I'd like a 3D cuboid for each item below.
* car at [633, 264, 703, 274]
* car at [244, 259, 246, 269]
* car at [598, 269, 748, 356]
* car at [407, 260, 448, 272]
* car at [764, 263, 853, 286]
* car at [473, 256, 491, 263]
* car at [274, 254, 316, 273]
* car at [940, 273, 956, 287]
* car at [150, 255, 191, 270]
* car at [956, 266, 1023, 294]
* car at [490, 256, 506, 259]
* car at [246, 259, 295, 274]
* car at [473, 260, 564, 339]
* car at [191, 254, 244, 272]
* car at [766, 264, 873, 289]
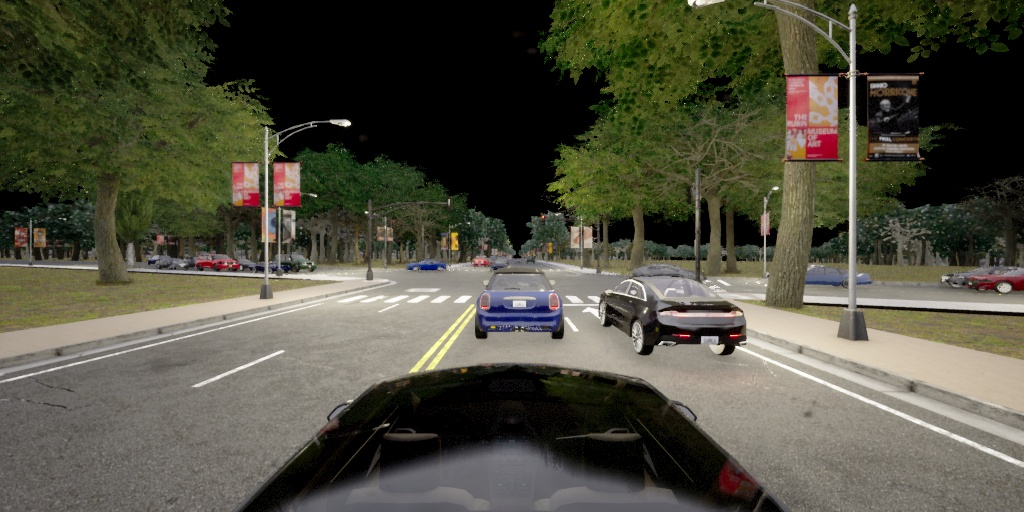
[{"bbox_3d":[11.185,1.322,25.817,4.902,1.511,2.128,0,0,30],"label":"car"},{"bbox_3d":[-34.664,1.077,46.001,4.892,1.490,1.837,0,0,24],"label":"car"},{"bbox_3d":[3.435,1.242,8.632,2.128,1.511,4.902,0,0,0],"label":"car"},{"bbox_3d":[-10.570,1.204,44.860,5.008,1.535,1.882,1,2,-30],"label":"car"},{"bbox_3d":[22.628,1.375,27.686,4.902,1.511,2.128,0,0,26],"label":"car"},{"bbox_3d":[-5.448,0.983,63.183,2.150,2.045,5.566,0,0,2],"label":"car"},{"bbox_3d":[-25.505,0.843,41.904,5.566,2.045,2.150,0,0,24],"label":"car"},{"bbox_3d":[31.839,1.432,23.578,4.902,1.511,2.128,0,0,24],"label":"car"},{"bbox_3d":[-44.254,1.023,46.737,4.902,1.511,2.128,0,0,24],"label":"car"},{"bbox_3d":[30.142,1.416,20.779,5.008,1.535,1.882,0,0,24],"label":"car"},{"bbox_3d":[-2.247,1.265,61.150,1.837,1.490,4.892,0,0,1],"label":"car"},{"bbox_3d":[-26.001,1.227,38.548,4.718,1.301,1.895,0,0,27],"label":"car"},{"bbox_3d":[0.200,1.103,10.223,2.097,1.767,4.553,0,0,1],"label":"car"},{"bbox_3d":[-35.064,0.799,42.610,5.566,2.045,2.150,0,0,24],"label":"car"},{"bbox_3d":[21.161,1.430,24.817,5.357,1.411,2.033,0,0,21],"label":"car"}]
